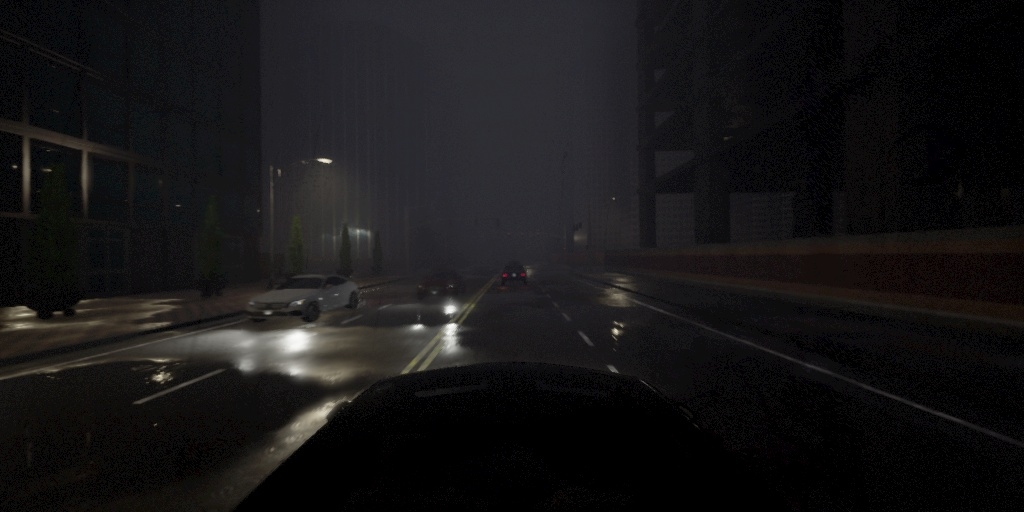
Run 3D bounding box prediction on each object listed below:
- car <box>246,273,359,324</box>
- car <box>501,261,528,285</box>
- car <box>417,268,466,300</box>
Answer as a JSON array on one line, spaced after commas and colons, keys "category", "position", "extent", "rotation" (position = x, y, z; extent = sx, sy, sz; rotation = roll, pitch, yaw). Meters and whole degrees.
[{"category": "car", "position": [-7.046, 1.365, 12.678], "extent": [1.812, 1.442, 4.674], "rotation": [-1, 0, 0]}, {"category": "car", "position": [0.167, 1.321, 26.571], "extent": [2.033, 1.411, 5.357], "rotation": [-1, 0, 1]}, {"category": "car", "position": [-3.432, 1.351, 18.212], "extent": [1.812, 1.442, 4.674], "rotation": [-1, 0, 0]}]
